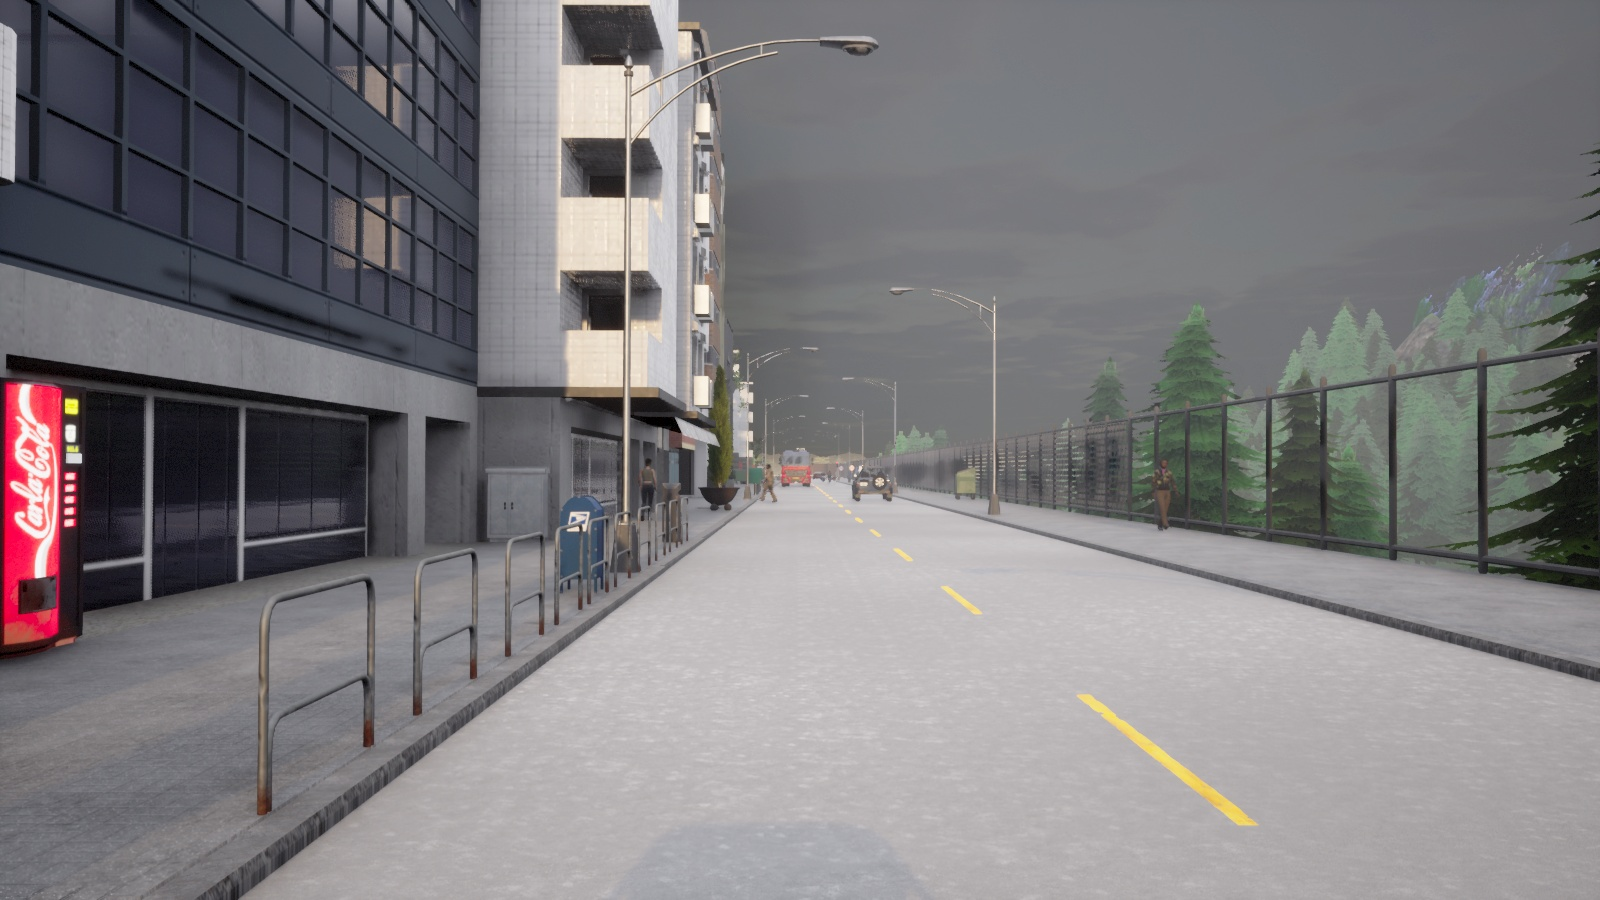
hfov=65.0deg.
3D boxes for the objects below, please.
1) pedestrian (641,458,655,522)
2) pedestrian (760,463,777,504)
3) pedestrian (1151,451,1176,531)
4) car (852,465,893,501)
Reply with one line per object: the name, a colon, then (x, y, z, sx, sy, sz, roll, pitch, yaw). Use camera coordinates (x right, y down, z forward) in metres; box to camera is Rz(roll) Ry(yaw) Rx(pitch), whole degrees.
pedestrian: (-4.400, 1.152, 36.392, 0.345, 1.836, 0.594, 0, -1, 0)
pedestrian: (-1.474, 1.558, 58.911, 0.692, 1.930, 0.396, 0, -1, 9)
pedestrian: (8.955, 1.007, 30.950, 0.395, 1.930, 0.692, 0, -1, 1)
car: (3.803, 1.731, 66.582, 1.932, 1.855, 4.605, 0, -1, 0)
